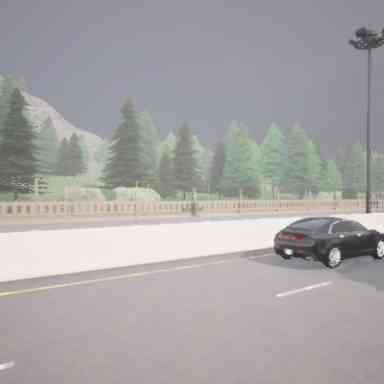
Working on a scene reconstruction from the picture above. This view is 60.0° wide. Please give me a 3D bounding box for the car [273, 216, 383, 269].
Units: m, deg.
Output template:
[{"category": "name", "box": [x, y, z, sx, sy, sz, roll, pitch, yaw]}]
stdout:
[{"category": "car", "box": [4.951, 1.617, 11.620, 4.892, 1.490, 1.837, 1, 0, -35]}]
